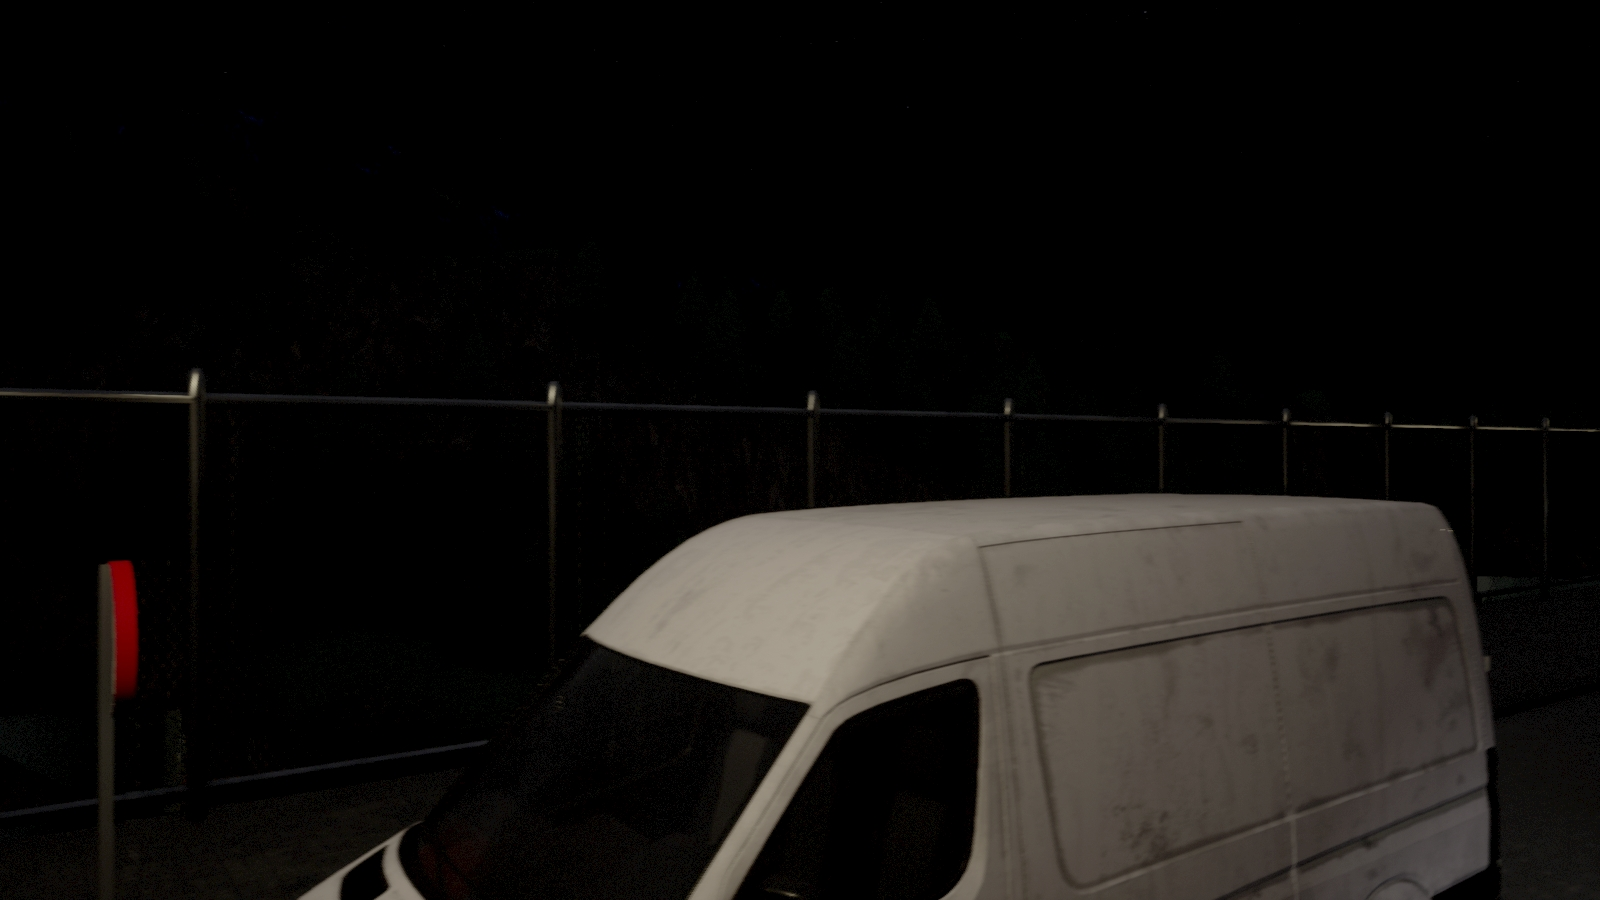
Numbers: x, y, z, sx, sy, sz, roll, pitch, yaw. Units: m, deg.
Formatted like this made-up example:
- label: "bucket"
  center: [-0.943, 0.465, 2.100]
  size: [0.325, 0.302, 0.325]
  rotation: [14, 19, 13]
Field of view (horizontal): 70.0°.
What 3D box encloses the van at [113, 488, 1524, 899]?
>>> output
- label: "van"
  center: [0.626, 1.534, 4.829]
  size: [5.915, 2.561, 1.988]
  rotation: [0, 0, -35]
